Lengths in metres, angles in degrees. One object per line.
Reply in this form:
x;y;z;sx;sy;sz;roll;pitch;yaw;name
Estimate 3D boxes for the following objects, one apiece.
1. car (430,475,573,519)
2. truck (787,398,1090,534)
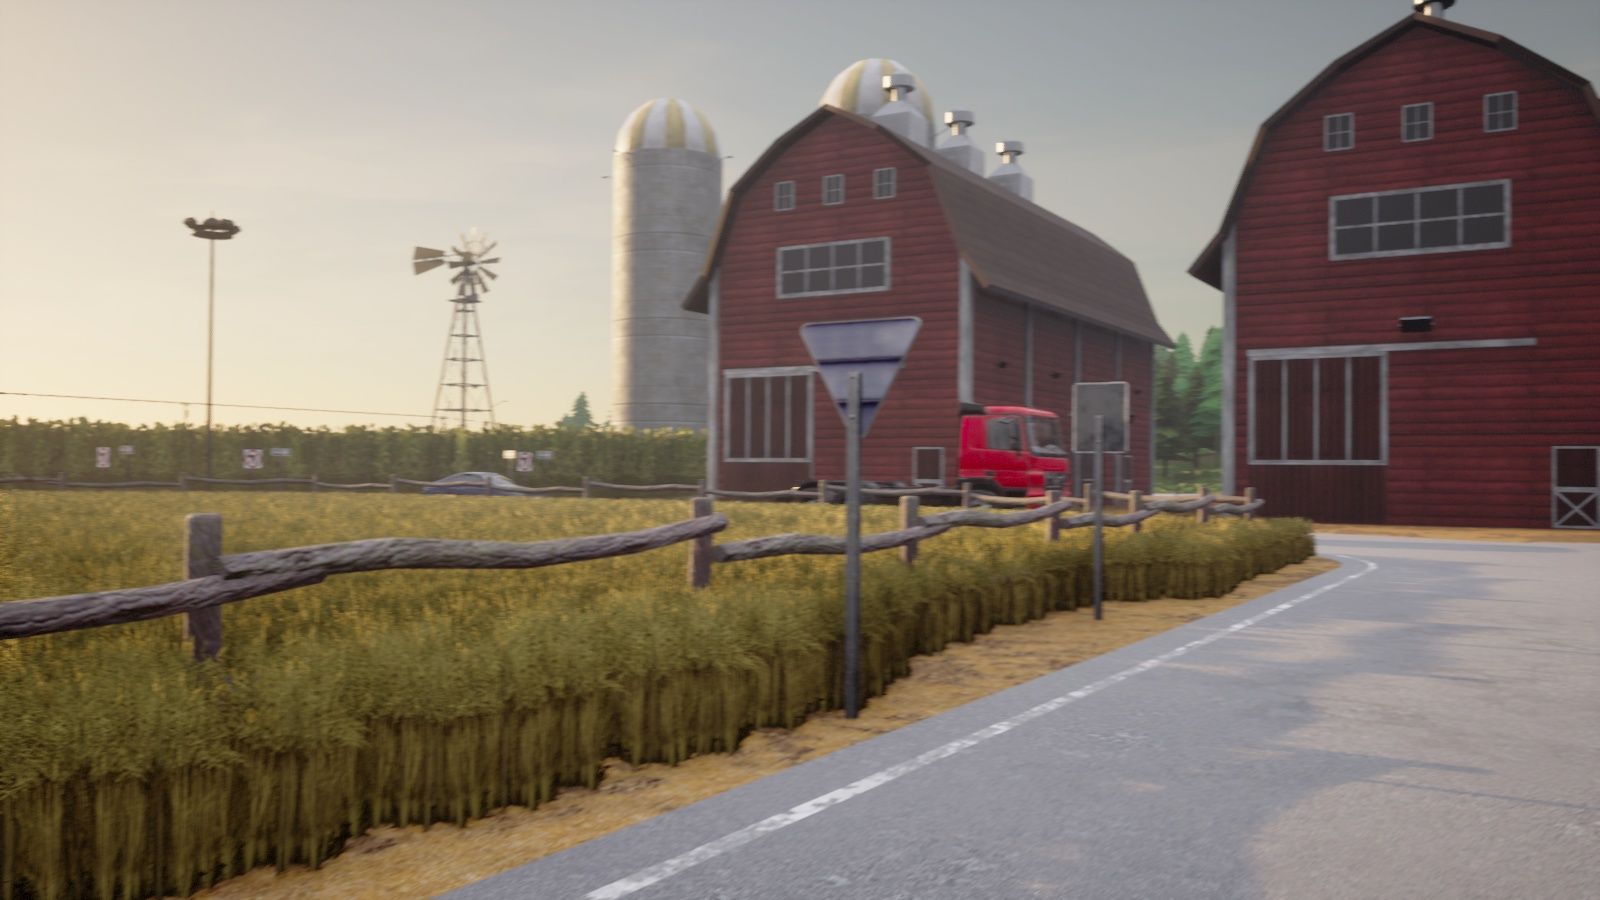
-10.253;1.582;43.139;4.674;1.442;1.812;0;-1;26;car
3.794;0.458;35.230;7.936;3.462;2.891;0;-1;29;truck
